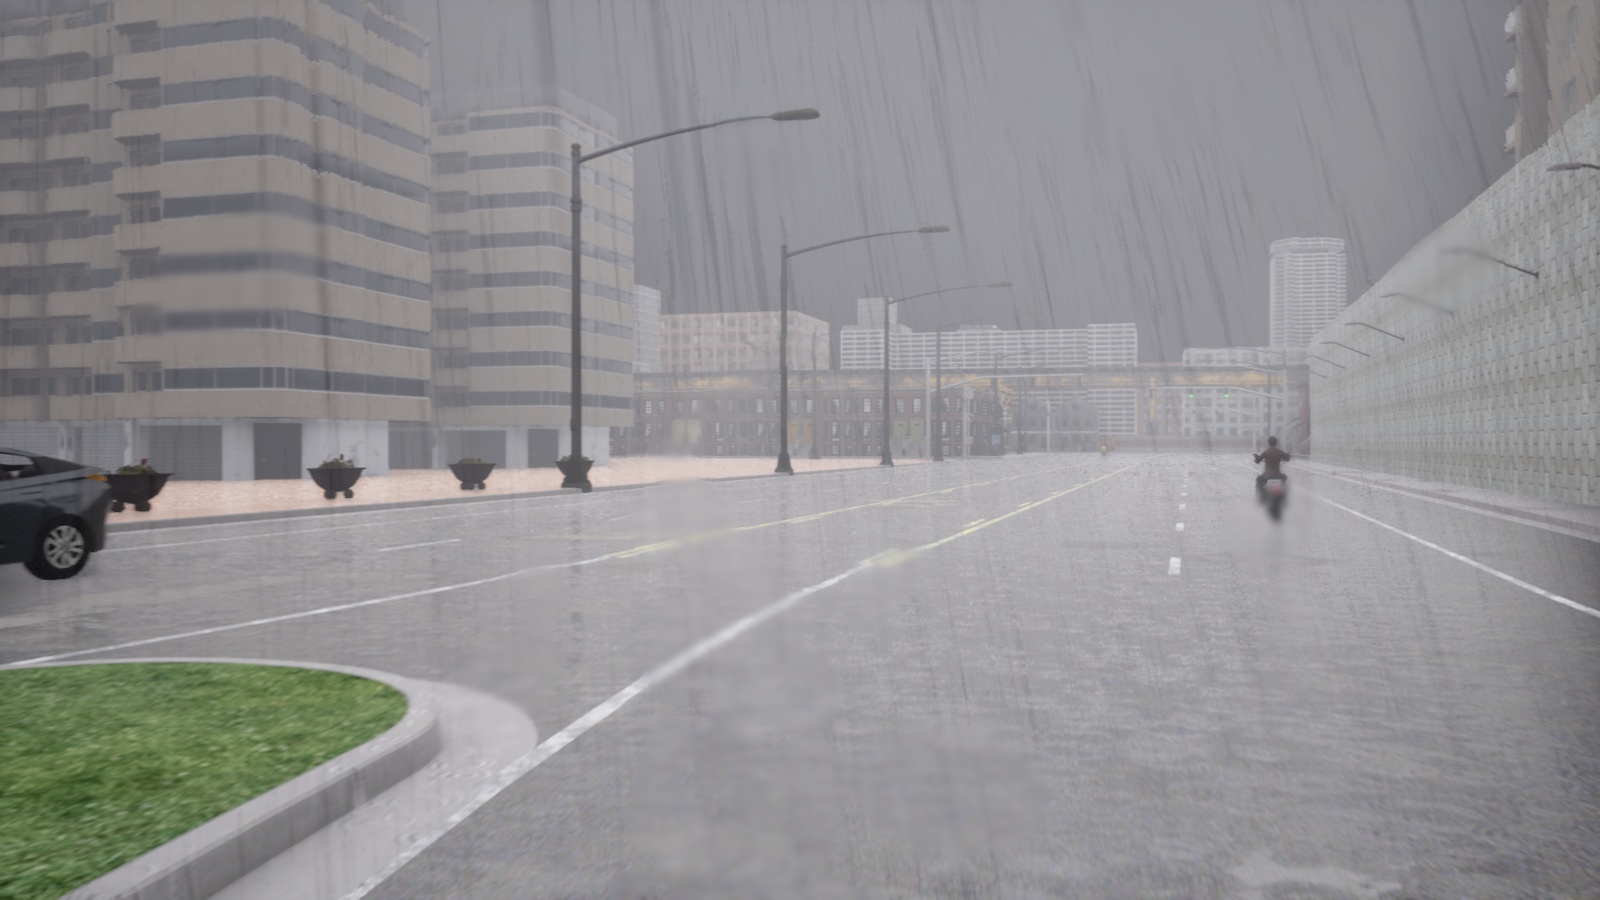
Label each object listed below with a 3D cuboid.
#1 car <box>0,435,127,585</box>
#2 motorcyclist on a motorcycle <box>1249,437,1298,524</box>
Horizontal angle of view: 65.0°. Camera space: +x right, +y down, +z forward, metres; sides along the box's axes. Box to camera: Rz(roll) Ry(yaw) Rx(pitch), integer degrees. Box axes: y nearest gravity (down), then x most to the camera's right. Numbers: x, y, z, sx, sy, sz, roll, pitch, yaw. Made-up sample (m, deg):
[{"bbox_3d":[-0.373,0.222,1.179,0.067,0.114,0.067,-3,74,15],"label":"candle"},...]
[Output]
[{"bbox_3d":[-9.353,0.611,12.469,2.007,1.525,4.514,0,0,20],"label":"car"},{"bbox_3d":[9.368,0.567,24.909,0.766,1.649,2.350,0,0,17],"label":"motorcyclist on a motorcycle"}]
